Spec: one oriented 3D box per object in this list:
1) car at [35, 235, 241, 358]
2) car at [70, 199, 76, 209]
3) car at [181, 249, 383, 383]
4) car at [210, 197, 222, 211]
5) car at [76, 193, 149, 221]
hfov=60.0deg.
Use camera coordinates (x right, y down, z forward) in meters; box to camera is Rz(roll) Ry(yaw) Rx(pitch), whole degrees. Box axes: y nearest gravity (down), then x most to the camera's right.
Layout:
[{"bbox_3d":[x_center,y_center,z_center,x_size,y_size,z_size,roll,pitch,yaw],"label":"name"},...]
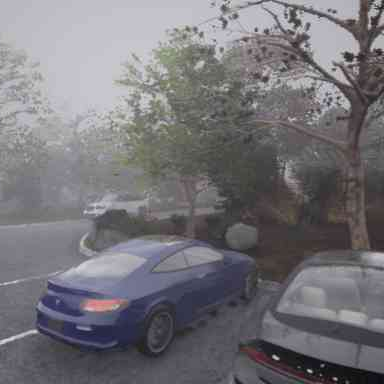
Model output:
[{"bbox_3d":[-0.409,1.527,6.103,2.002,1.452,4.674,0,0,36],"label":"car"},{"bbox_3d":[-16.002,1.398,51.281,2.150,2.045,5.566,-3,-1,35],"label":"car"},{"bbox_3d":[2.257,1.482,4.199,2.231,1.521,4.892,0,0,35],"label":"car"},{"bbox_3d":[3.923,1.147,34.194,1.994,1.385,4.181,-3,-1,35],"label":"car"},{"bbox_3d":[-5.722,1.108,25.887,2.150,2.045,5.566,-3,-1,35],"label":"car"}]
